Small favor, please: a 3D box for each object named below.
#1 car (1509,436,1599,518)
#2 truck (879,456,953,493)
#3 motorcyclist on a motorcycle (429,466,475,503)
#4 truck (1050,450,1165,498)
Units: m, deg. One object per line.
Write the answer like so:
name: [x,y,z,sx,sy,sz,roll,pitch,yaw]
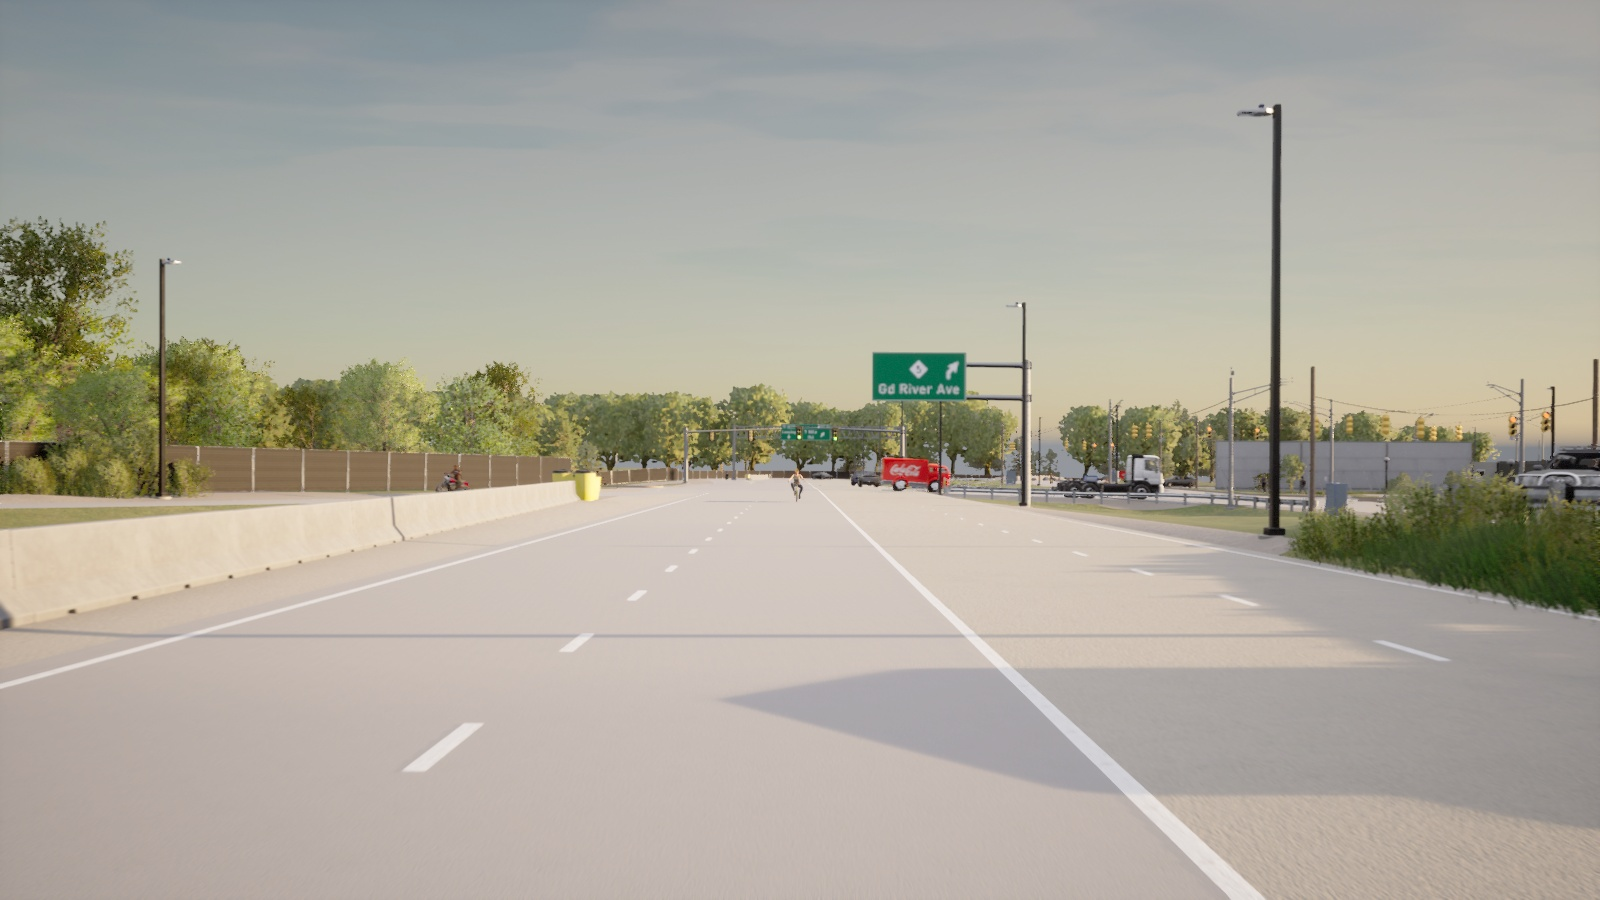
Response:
car: [19.089,0.699,30.644,1.932,1.855,4.605,0,-3,45]
truck: [8.774,1.870,95.328,5.204,2.467,2.627,3,-1,0]
motorcyclist on a motorcycle: [-15.973,1.567,57.682,0.766,1.649,2.350,0,-1,21]
truck: [23.271,1.781,95.321,7.936,3.462,2.891,1,-1,1]
